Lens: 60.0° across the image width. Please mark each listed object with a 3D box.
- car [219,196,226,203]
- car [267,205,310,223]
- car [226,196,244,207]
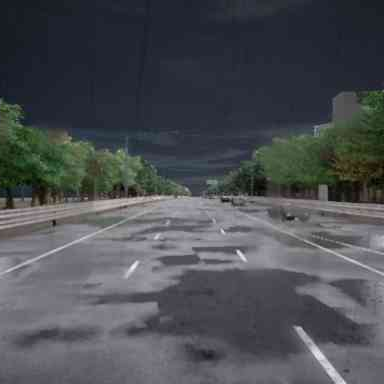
[{"bbox_3d":[7.071,1.575,72.467,1.882,1.535,5.008,0,0,0],"label":"car"},{"bbox_3d":[7.205,1.609,25.387,1.895,1.301,4.718,0,0,-3],"label":"car"},{"bbox_3d":[7.010,1.502,52.084,2.128,1.511,4.902,0,0,0],"label":"car"}]
